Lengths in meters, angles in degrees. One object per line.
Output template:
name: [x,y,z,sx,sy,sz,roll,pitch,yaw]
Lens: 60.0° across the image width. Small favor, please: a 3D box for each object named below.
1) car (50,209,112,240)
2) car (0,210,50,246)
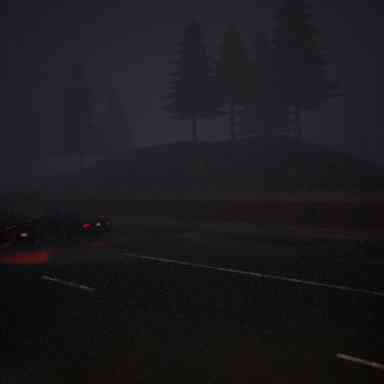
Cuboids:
car: [-6.437,1.564,16.977,5.357,1.411,2.033,0,0,35]
car: [-8.433,1.485,14.102,5.008,1.535,1.882,0,0,35]
